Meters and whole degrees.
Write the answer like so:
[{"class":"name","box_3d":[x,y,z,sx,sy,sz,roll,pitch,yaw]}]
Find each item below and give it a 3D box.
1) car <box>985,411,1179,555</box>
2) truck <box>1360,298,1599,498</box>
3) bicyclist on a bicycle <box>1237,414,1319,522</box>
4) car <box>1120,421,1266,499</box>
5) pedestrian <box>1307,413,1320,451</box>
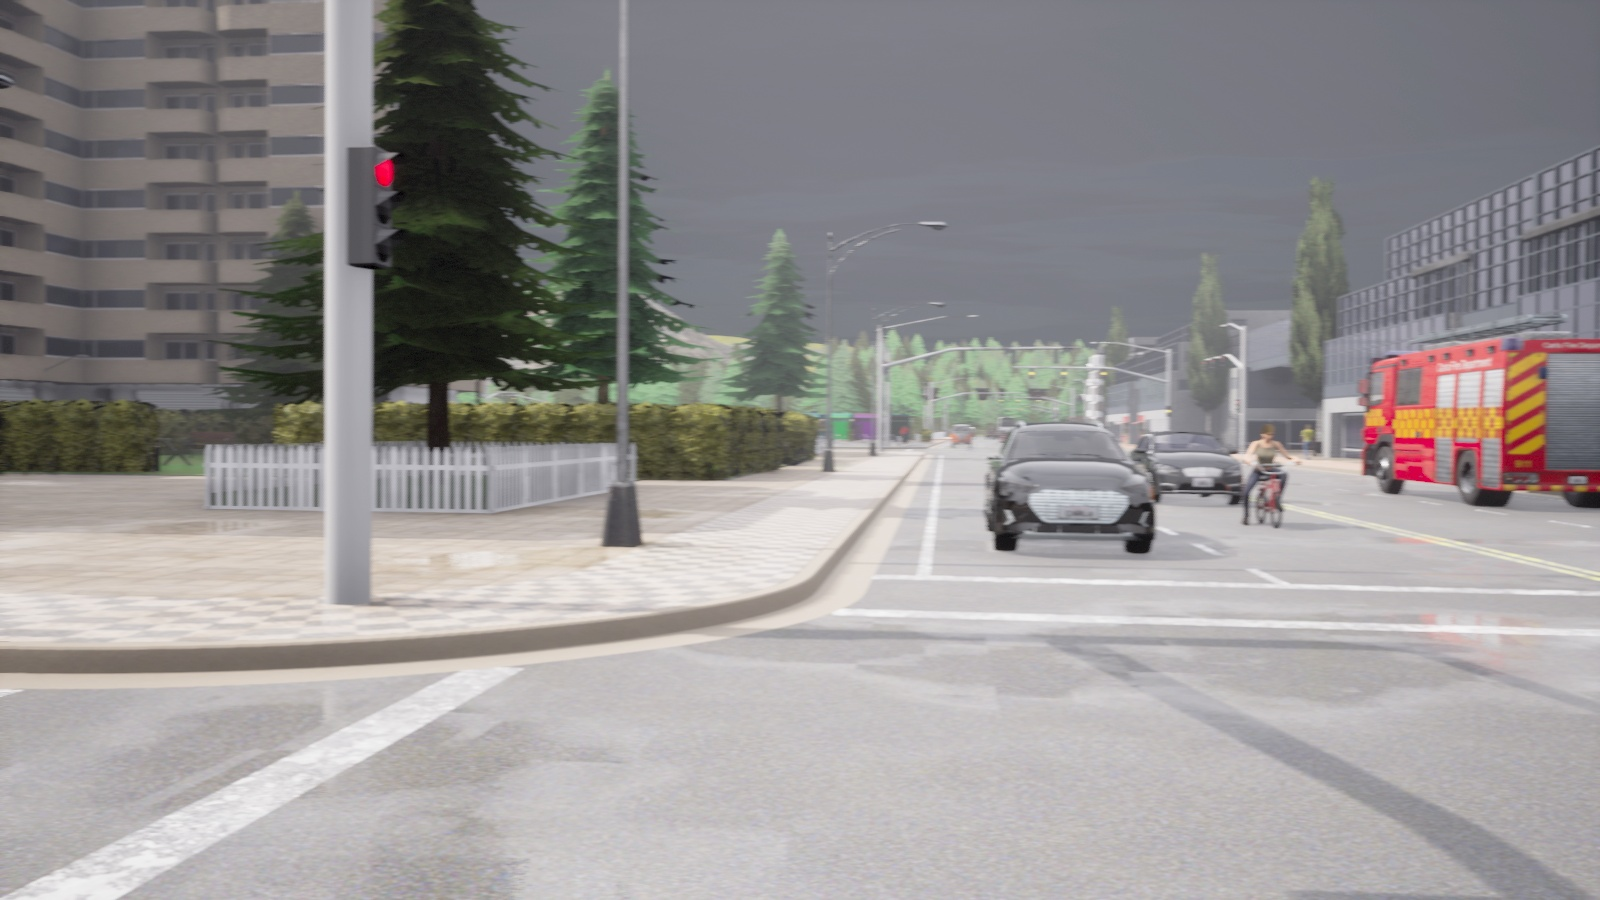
[{"class":"car","box_3d":[3.592,0.345,16.857,2.033,1.649,4.856,-1,1,7]},{"class":"truck","box_3d":[15.507,-1.066,28.280,2.891,3.827,8.468,-1,1,7]},{"class":"bicyclist on a bicycle","box_3d":[7.452,0.264,19.646,0.866,1.612,1.509,0,1,7]},{"class":"car","box_3d":[8.323,0.152,27.053,2.128,1.511,4.902,-1,1,7]},{"class":"pedestrian","box_3d":[24.690,-0.869,60.414,0.354,1.836,0.706,-1,1,5]}]
